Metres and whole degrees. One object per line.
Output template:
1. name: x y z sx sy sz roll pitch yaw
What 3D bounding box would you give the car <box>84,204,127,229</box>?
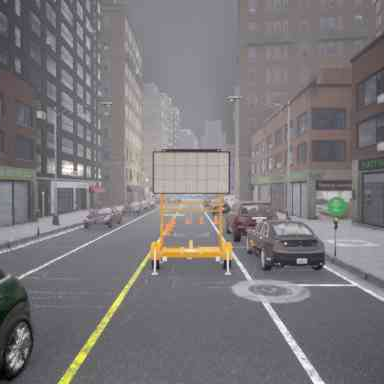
1. car: -5.713 1.577 21.750 1.802 1.307 4.206 -1 0 0

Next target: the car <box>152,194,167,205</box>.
1. car: -5.784 1.281 60.304 2.192 1.841 5.009 -1 0 0

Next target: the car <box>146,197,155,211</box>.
1. car: -5.742 1.569 38.273 1.802 1.307 4.206 -1 0 0

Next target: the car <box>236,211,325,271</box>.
1. car: 2.831 1.549 10.768 2.008 1.369 4.403 -1 0 0

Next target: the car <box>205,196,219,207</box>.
1. car: 2.783 1.513 38.469 1.752 1.417 4.829 -1 0 0

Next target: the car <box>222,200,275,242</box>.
1. car: 2.819 1.312 16.274 2.192 1.841 5.009 -1 0 0

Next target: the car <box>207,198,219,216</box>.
1. car: 2.792 1.557 32.793 1.947 1.339 4.313 -1 0 0

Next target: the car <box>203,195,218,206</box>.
1. car: 2.764 1.544 49.312 1.947 1.339 4.313 -1 0 0

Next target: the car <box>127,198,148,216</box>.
1. car: -5.733 1.573 32.765 1.802 1.307 4.206 -1 0 0

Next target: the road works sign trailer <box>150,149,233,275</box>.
1. road works sign trailer: -0.019 0.462 10.444 2.380 3.560 2.880 0 0 0

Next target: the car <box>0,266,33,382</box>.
1. car: -3.106 1.351 2.404 2.097 1.767 4.553 0 0 0

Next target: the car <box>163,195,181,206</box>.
1. car: -3.178 1.452 52.980 1.882 1.535 5.008 0 0 0

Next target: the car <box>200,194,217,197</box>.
1. car: 2.754 1.538 54.819 1.947 1.339 4.313 -1 0 0

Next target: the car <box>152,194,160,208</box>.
1. car: -5.753 1.423 43.781 1.967 1.590 4.097 -1 0 0
